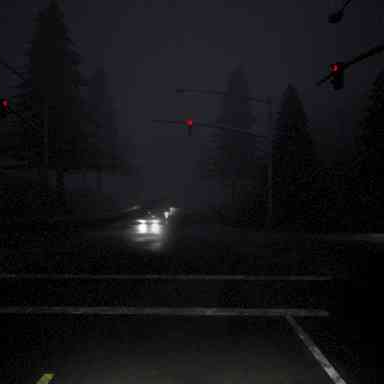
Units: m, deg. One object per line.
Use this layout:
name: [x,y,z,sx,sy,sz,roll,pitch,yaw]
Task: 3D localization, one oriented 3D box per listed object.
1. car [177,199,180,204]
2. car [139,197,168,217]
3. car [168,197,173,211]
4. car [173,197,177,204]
car: [-4.122,1.564,61.576,1.994,1.385,4.181,0,0,-39]
car: [-3.664,1.491,30.732,2.128,1.511,4.902,0,0,0]
car: [-3.663,1.478,40.235,1.882,1.535,5.008,0,0,0]
car: [-3.955,1.491,50.385,2.128,1.511,4.902,0,0,-7]
